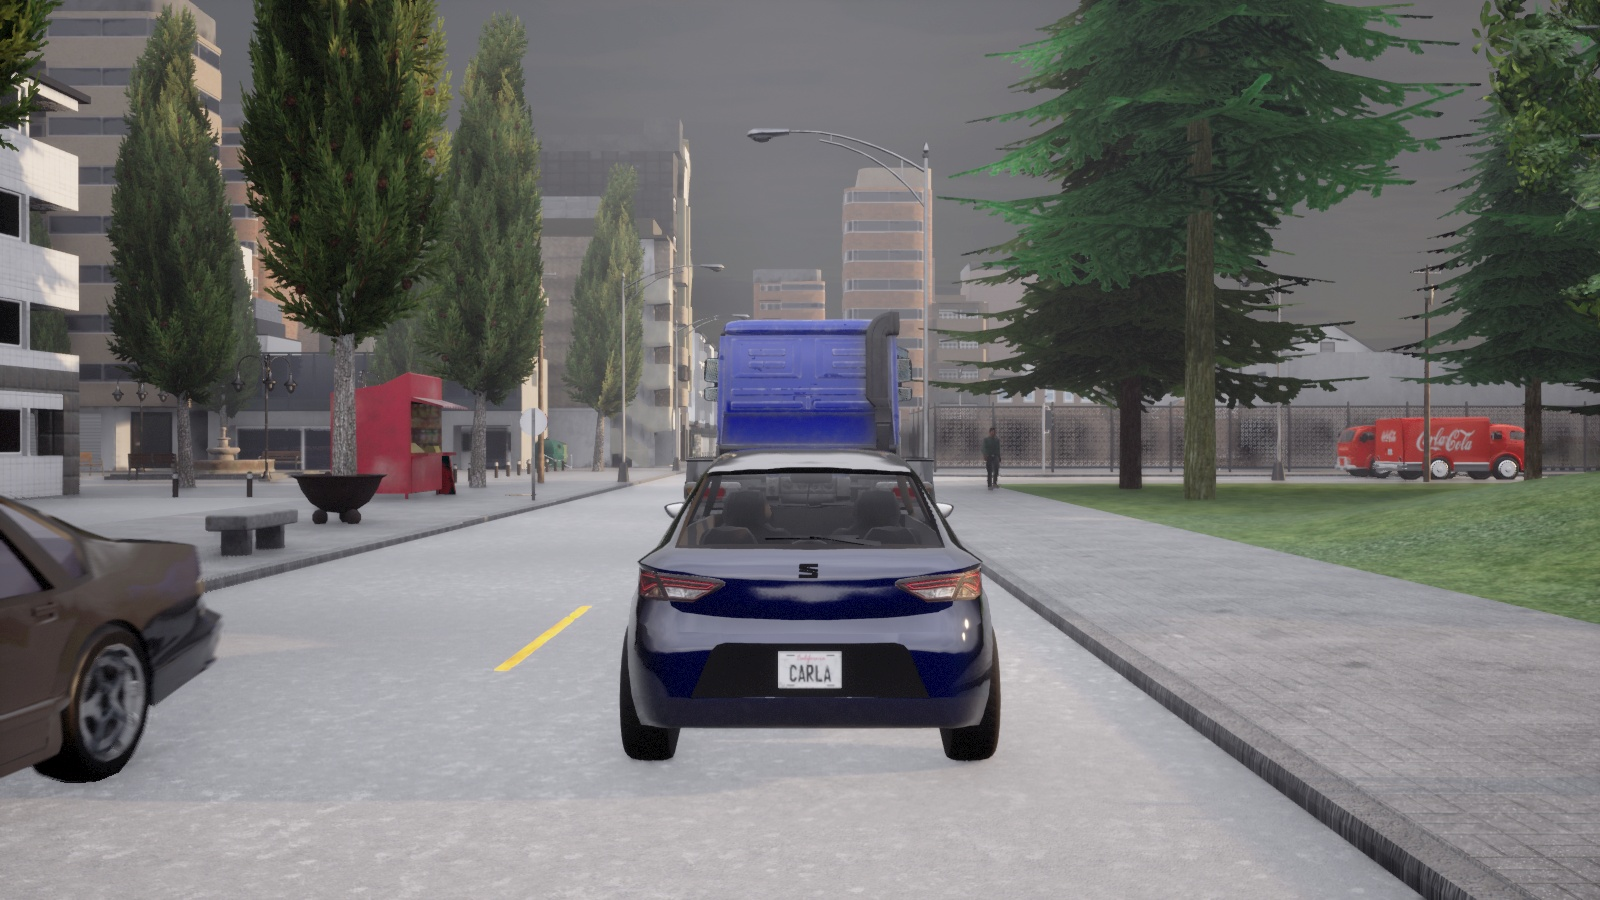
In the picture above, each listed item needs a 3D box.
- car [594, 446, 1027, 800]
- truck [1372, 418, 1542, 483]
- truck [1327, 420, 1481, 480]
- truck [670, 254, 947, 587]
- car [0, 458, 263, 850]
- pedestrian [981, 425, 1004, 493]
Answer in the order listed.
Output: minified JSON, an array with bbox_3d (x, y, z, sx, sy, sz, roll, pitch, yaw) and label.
[{"bbox_3d":[0.054,0.719,7.360,1.816,1.474,4.193,0,0,0],"label":"car"},{"bbox_3d":[25.410,0.005,48.739,5.204,2.467,2.627,0,0,0],"label":"truck"},{"bbox_3d":[25.289,-0.018,52.739,5.204,2.467,2.627,0,0,0],"label":"truck"},{"bbox_3d":[0.111,-0.332,17.048,2.891,3.462,7.936,0,0,0],"label":"truck"},{"bbox_3d":[-3.963,0.767,4.175,2.033,1.411,5.357,0,0,0],"label":"car"},{"bbox_3d":[5.534,0.257,36.065,0.423,1.949,0.788,0,0,-11],"label":"pedestrian"}]
